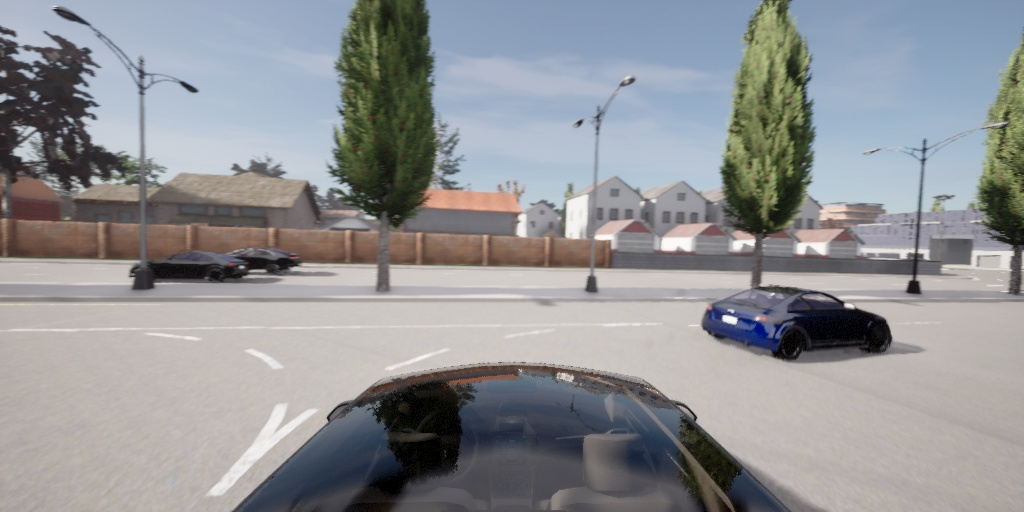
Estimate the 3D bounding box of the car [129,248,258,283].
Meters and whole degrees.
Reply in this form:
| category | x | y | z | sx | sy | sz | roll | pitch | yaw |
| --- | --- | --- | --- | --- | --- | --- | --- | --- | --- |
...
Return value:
| category | x | y | z | sx | sy | sz | roll | pitch | yaw |
| --- | --- | --- | --- | --- | --- | --- | --- | --- | --- |
| car | -14.741 | 0.455 | 16.625 | 4.181 | 1.385 | 1.994 | 1 | 2 | -10 |

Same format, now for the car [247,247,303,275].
| category | x | y | z | sx | sy | sz | roll | pitch | yaw |
| --- | --- | --- | --- | --- | --- | --- | --- | --- | --- |
| car | -14.604 | 0.243 | 20.200 | 4.902 | 1.511 | 2.128 | 1 | 2 | -10 |

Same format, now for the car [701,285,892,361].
| category | x | y | z | sx | sy | sz | roll | pitch | yaw |
| --- | --- | --- | --- | --- | --- | --- | --- | --- | --- |
| car | 6.727 | 1.433 | 8.537 | 4.181 | 1.385 | 1.994 | 2 | 2 | -18 |
